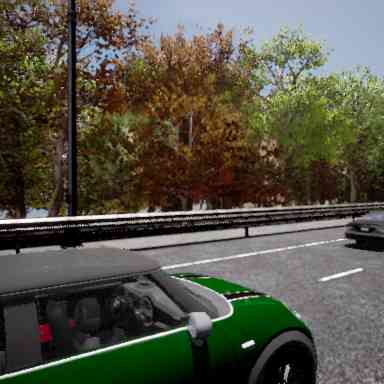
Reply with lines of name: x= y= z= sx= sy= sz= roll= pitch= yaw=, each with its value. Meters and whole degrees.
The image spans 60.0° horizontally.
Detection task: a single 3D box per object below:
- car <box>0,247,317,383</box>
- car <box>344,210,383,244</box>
car: x=-0.862 y=1.347 z=3.145 sx=4.553 sy=1.767 sz=2.097 roll=0 pitch=0 yaw=-36
car: x=8.735 y=1.495 z=14.394 sx=5.357 sy=1.411 sz=2.033 roll=0 pitch=0 yaw=-36
